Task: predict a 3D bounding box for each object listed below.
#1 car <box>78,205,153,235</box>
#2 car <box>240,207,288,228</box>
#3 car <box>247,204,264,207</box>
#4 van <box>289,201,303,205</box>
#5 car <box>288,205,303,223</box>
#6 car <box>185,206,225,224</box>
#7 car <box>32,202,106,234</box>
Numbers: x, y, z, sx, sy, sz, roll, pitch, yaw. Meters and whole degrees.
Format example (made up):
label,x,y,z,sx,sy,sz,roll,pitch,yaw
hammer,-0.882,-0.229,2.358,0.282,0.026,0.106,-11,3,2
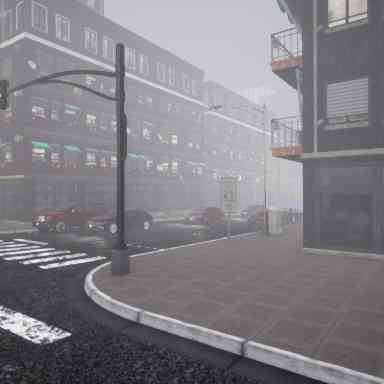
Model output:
label,x,y,z,sx,sy,sz,roll,pitch,yaw
car,-4.561,1.814,21.500,1.837,1.490,4.892,0,-1,35
car,5.758,2.048,26.174,1.802,1.307,4.206,-2,-2,35
car,7.270,2.189,38.280,1.837,1.490,4.892,0,-1,36
van,18.527,2.463,58.822,1.690,1.788,3.998,-2,-2,35
car,9.030,2.120,30.824,2.008,1.369,4.403,-2,-2,35
car,1.294,2.020,29.803,1.812,1.442,4.674,0,-1,35
car,-7.647,1.603,21.641,2.192,1.841,5.009,-1,-2,35
